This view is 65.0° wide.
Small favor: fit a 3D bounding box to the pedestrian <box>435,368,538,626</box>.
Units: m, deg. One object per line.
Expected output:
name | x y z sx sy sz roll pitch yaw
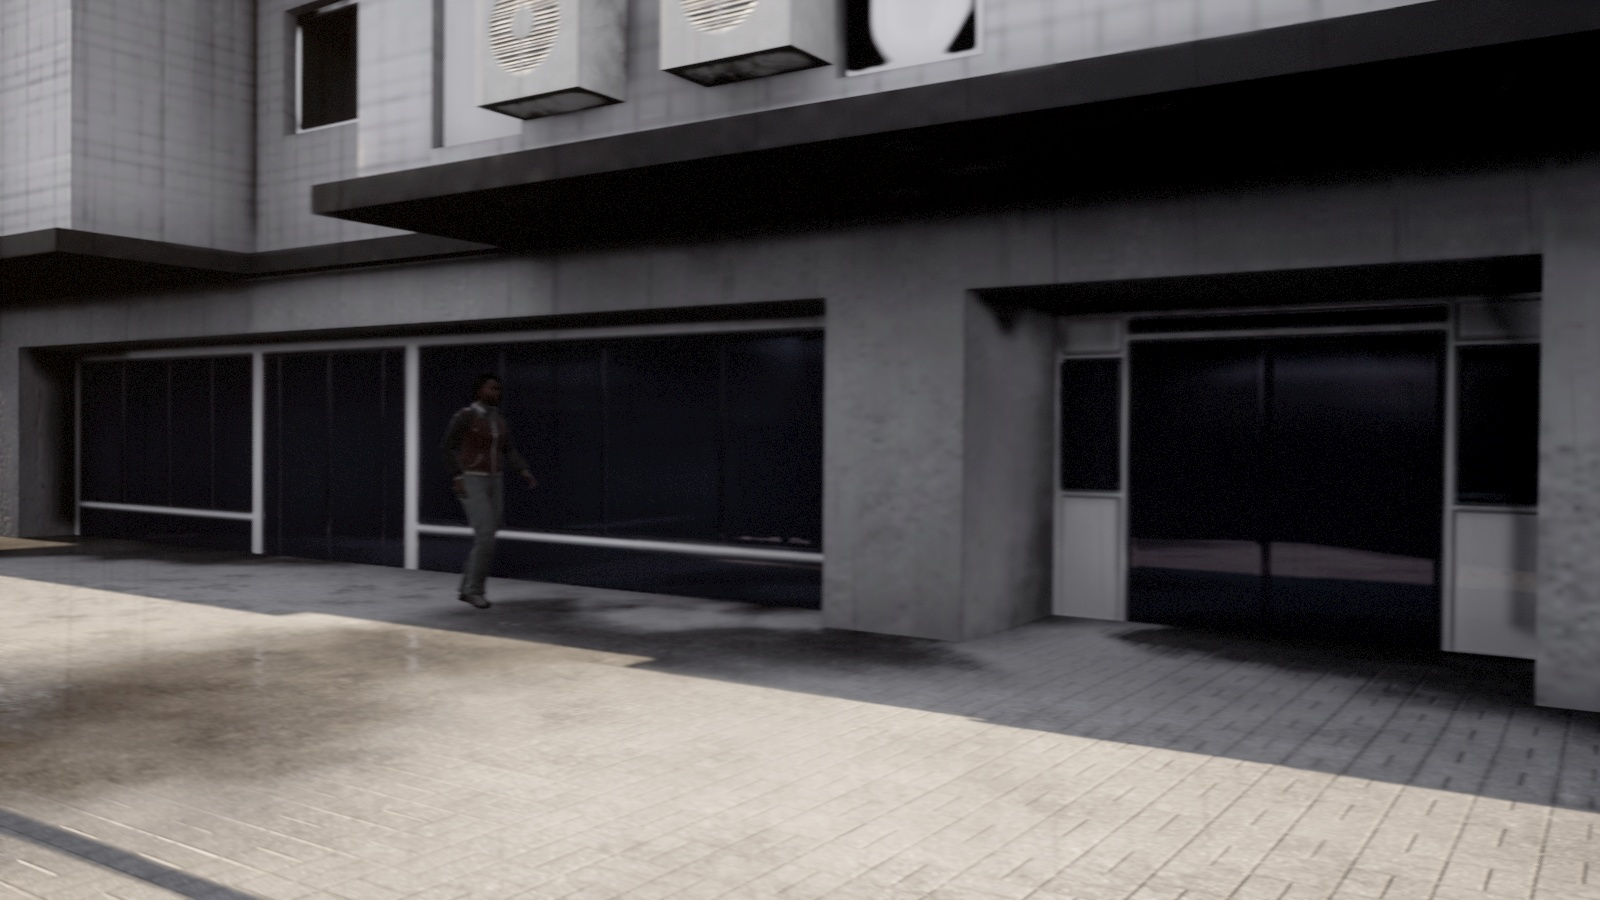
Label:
pedestrian | -2.431 0.346 9.737 0.666 1.930 0.402 0 1 33
